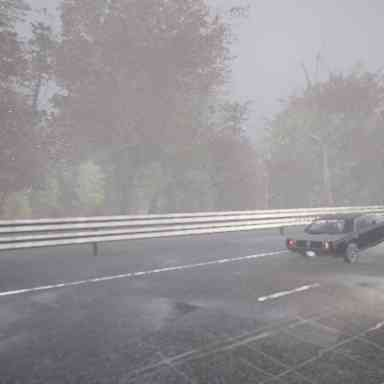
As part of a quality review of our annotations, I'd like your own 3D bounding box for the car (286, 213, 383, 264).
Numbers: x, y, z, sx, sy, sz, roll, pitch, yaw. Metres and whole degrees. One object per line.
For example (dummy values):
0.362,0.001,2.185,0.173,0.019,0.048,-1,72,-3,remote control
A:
5.589,1.422,11.969,4.718,1.301,1.895,-9,2,-35,car
